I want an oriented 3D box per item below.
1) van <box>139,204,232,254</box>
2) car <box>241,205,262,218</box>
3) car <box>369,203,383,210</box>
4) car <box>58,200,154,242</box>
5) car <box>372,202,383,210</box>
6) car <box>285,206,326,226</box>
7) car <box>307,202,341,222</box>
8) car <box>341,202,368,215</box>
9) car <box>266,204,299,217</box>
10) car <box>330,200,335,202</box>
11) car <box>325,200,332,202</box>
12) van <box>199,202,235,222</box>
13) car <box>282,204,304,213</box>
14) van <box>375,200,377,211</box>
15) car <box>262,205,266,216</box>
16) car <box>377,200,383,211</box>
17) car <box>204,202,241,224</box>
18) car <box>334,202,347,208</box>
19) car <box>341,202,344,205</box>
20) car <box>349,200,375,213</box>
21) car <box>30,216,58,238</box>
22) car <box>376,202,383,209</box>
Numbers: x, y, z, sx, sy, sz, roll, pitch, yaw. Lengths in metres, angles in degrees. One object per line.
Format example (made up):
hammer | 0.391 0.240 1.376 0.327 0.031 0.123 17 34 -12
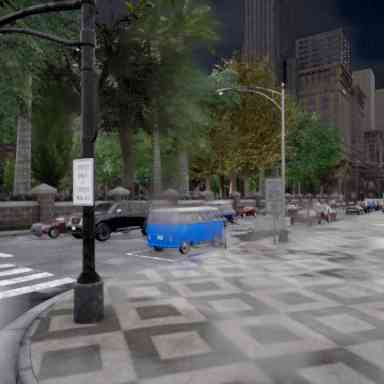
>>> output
van | -0.147 1.551 14.245 1.690 1.788 3.998 -2 -2 36
car | 5.768 2.163 37.160 1.887 1.381 4.507 -1 -2 36
car | 35.203 2.786 63.656 1.802 1.307 4.206 -2 -2 36
car | -4.215 1.481 18.611 2.150 2.045 5.566 0 -1 36
car | 38.416 2.841 68.149 2.008 1.369 4.403 -1 -2 36
car | 9.495 2.065 27.716 1.802 1.307 4.206 -2 -2 36
car | 12.707 2.015 32.213 1.967 1.590 4.097 -2 -2 36
car | 22.349 2.412 45.687 1.947 1.339 4.313 -2 -2 36
car | 11.086 2.199 39.940 1.837 1.490 4.892 0 -2 36
car | 28.261 2.562 68.614 2.192 1.841 5.009 -1 -2 36
car | 25.049 2.741 64.114 1.802 1.307 4.206 -1 -2 36
van | 2.553 1.868 32.673 1.690 1.788 3.998 -1 -2 36
car | 15.408 2.472 50.637 1.802 1.307 4.206 -1 -2 36
van | 28.774 2.368 54.677 1.690 1.788 3.998 -2 -2 36
car | 8.982 2.291 41.652 1.802 1.307 4.206 -1 -2 36
car | 31.987 2.431 59.170 2.192 1.841 5.009 -2 -2 36
car | 1.804 1.782 27.020 2.097 1.767 4.553 0 -1 35
car | 34.690 2.985 77.592 1.947 1.339 4.313 -1 -2 36
car | 31.476 2.900 73.100 1.947 1.339 4.313 -1 -2 36
car | 25.560 2.252 50.185 2.192 1.841 5.009 -2 -2 36
car | -7.085 1.835 19.189 1.802 1.307 4.206 -1 -2 36
car | 41.630 2.920 72.642 1.887 1.381 4.507 -1 -2 36
